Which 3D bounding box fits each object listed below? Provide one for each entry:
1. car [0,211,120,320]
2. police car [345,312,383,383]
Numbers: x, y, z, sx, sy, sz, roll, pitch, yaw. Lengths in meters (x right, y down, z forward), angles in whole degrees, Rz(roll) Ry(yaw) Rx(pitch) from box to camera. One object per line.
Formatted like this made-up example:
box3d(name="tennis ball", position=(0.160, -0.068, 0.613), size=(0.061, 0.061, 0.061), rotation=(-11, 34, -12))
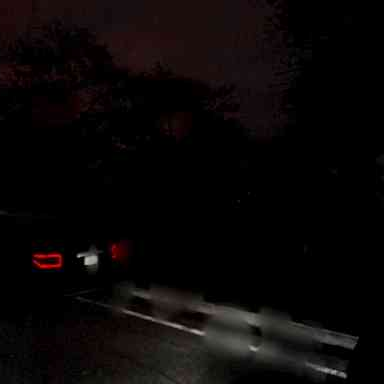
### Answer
box3d(name="car", position=(-4.211, 1.474, 8.123), size=(5.566, 2.045, 2.150), rotation=(-1, -3, 35))
box3d(name="police car", position=(3.904, 1.556, 2.153), size=(5.238, 1.638, 1.930), rotation=(-1, -3, 37))
